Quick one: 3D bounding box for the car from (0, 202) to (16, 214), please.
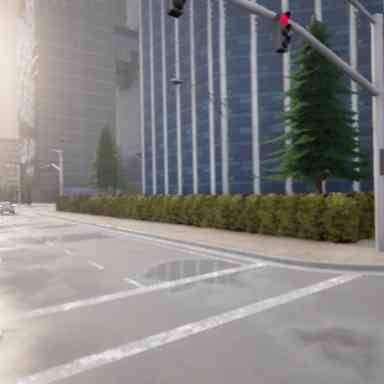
[{"bbox_3d":[-23.439,1.990,41.708,1.812,1.442,4.674,-1,0,-36],"label":"car"}]
